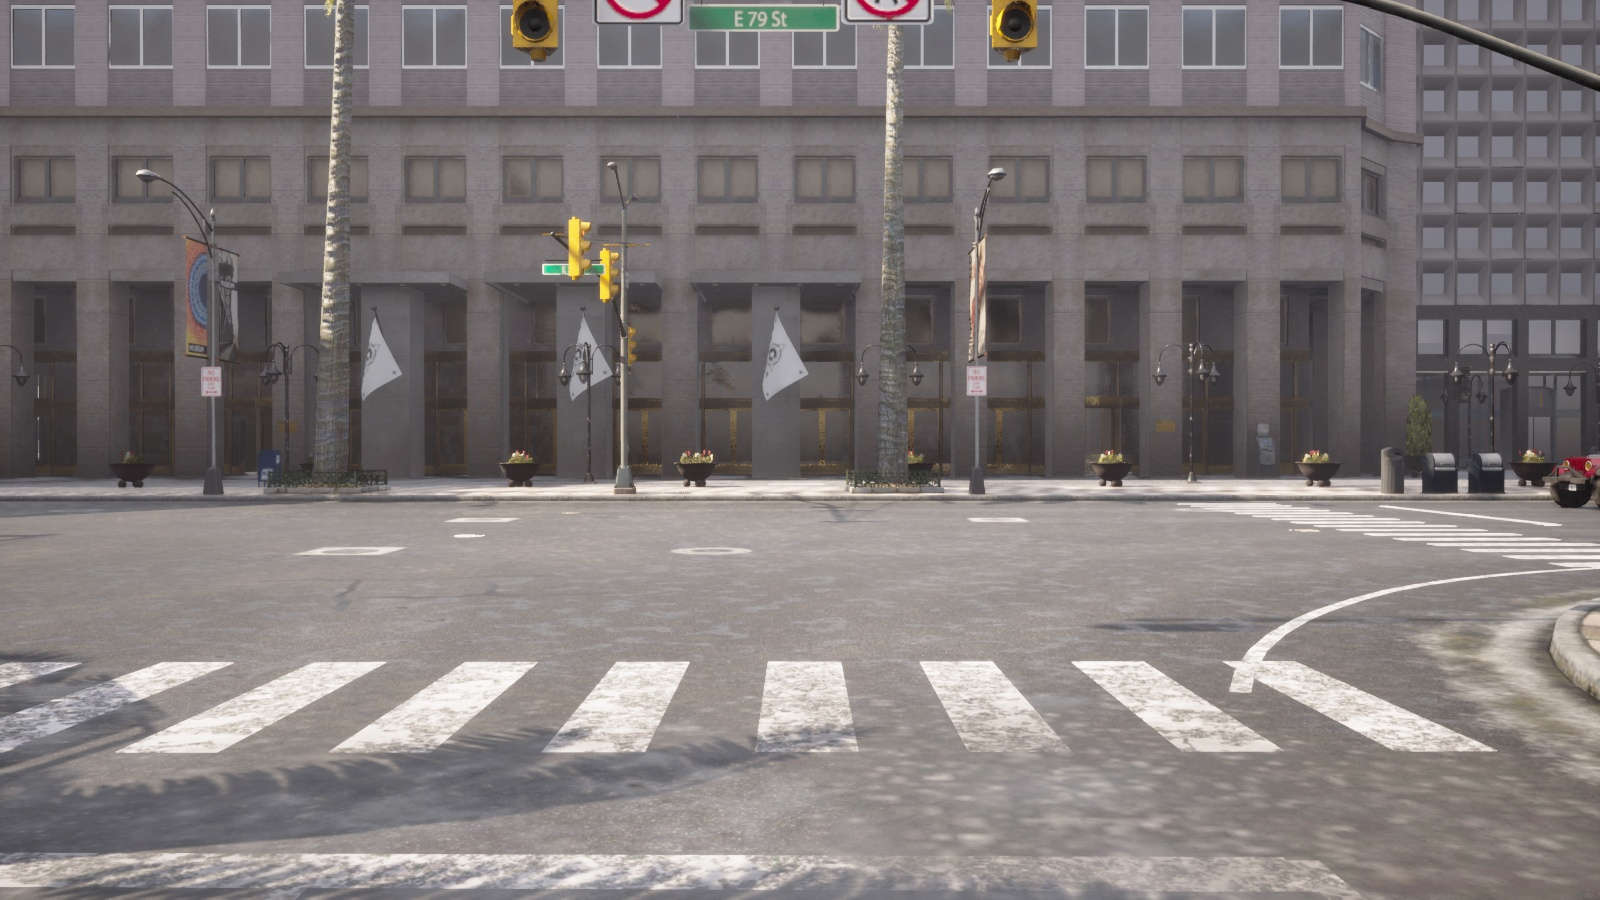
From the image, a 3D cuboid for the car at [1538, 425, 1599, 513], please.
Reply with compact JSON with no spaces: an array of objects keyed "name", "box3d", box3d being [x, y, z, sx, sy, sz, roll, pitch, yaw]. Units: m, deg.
[{"name":"car","box3d":[18.784,0.401,27.708,3.866,1.878,1.905,0,0,1]}]
